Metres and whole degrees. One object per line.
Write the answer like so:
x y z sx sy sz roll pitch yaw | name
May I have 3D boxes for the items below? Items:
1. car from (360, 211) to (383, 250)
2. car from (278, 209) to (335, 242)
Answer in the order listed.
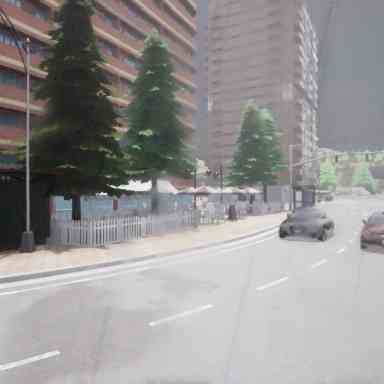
8.178 1.525 13.786 1.812 1.442 4.674 0 0 32 | car
5.782 1.564 16.556 1.994 1.385 4.181 0 0 32 | car
